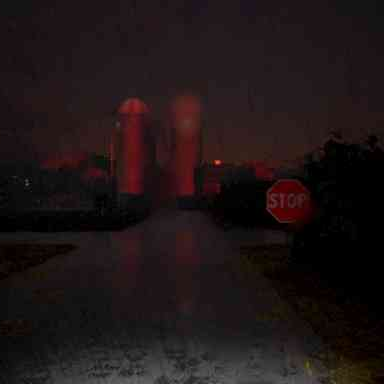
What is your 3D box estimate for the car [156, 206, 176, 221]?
[{"bbox_3d":[-3.102,2.478,40.413,2.097,1.767,4.553,0,-2,0],"label":"car"}]
